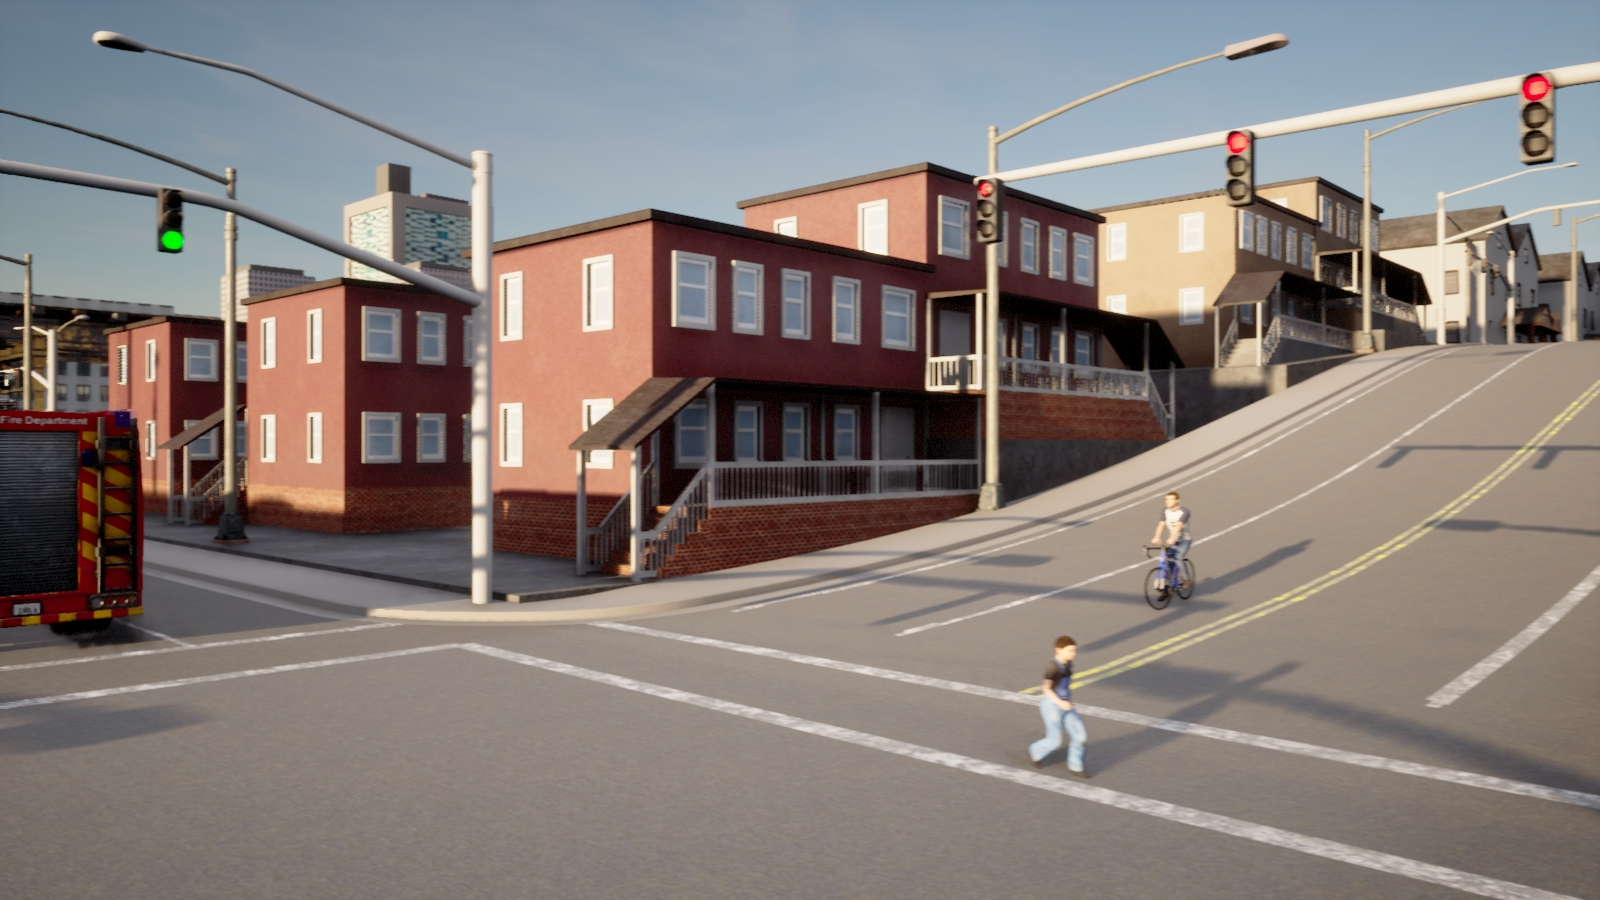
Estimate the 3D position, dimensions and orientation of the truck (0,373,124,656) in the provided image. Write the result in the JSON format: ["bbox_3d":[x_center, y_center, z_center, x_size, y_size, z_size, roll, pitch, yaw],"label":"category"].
[{"bbox_3d":[-13.786,0.866,18.398,8.468,3.827,2.891,0,0,44],"label":"truck"}]

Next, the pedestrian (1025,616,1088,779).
[{"bbox_3d":[2.221,2.124,9.895,0.375,1.300,0.375,0,0,-37],"label":"pedestrian"}]

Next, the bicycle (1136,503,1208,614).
[{"bbox_3d":[5.950,1.705,18.230,0.373,1.521,1.643,0,4,43],"label":"bicycle"}]
